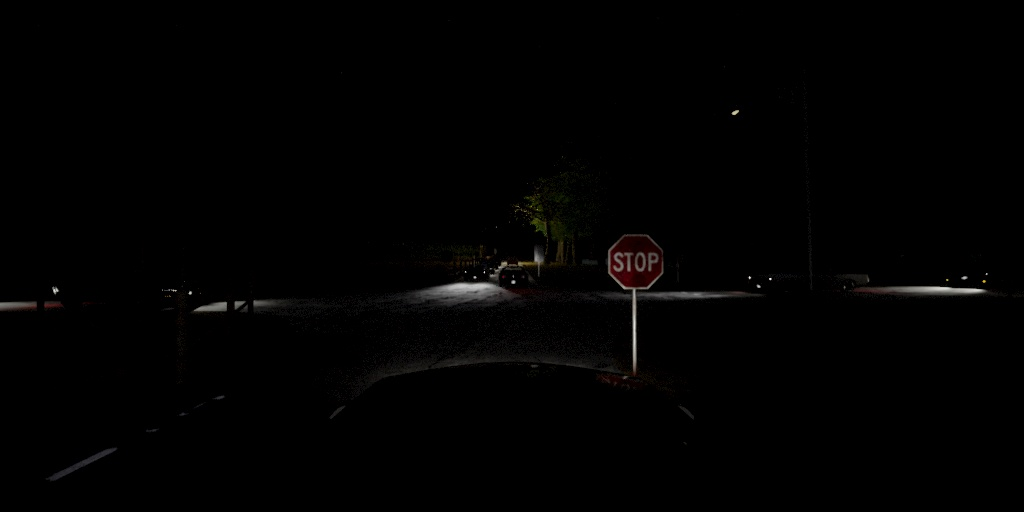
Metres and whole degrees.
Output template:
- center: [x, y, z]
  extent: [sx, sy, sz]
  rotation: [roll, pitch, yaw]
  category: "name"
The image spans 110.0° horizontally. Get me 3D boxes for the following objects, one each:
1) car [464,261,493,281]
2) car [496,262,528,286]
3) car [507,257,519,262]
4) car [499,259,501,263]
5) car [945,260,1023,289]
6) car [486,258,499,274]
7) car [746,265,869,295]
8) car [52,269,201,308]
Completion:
- center: [-2.848, 1.327, 29.813]
  extent: [1.895, 1.301, 4.718]
  rotation: [0, 0, 0]
  category: "car"
- center: [0.097, 1.343, 25.054]
  extent: [1.895, 1.301, 4.718]
  rotation: [0, 0, 0]
  category: "car"
- center: [0.102, 0.951, 61.665]
  extent: [1.882, 1.535, 5.008]
  rotation: [0, 1, 0]
  category: "car"
- center: [-2.830, 1.100, 49.440]
  extent: [1.837, 1.490, 4.892]
  rotation: [0, 1, 0]
  category: "car"
- center: [24.136, 0.837, 17.560]
  extent: [4.181, 1.385, 1.994]
  rotation: [-2, -1, 0]
  category: "car"
- center: [-2.845, 1.222, 39.601]
  extent: [2.033, 1.411, 5.357]
  rotation: [0, 0, 0]
  category: "car"
- center: [14.247, 1.131, 17.532]
  extent: [4.718, 1.301, 1.895]
  rotation: [-1, -1, 0]
  category: "car"
- center: [-15.370, 1.258, 14.456]
  extent: [4.892, 1.490, 1.837]
  rotation: [0, -1, 1]
  category: "car"
